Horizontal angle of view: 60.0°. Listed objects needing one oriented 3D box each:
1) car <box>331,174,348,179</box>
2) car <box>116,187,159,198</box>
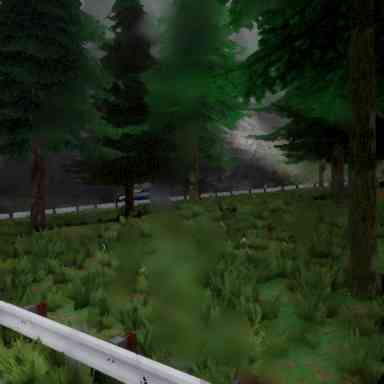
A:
[{"bbox_3d":[16.352,-1.136,36.545,4.902,1.511,2.128,-4,-1,18],"label":"car"},{"bbox_3d":[-5.591,0.410,33.928,4.553,1.767,2.097,-5,2,-27],"label":"car"}]
